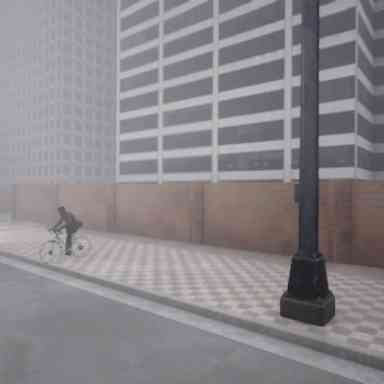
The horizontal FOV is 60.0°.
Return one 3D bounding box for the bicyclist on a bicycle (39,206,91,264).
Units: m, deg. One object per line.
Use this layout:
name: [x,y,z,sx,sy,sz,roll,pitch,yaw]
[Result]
bicyclist on a bicycle: [-3.686,1.232,9.776,0.582,1.620,1.656,1,1,39]
